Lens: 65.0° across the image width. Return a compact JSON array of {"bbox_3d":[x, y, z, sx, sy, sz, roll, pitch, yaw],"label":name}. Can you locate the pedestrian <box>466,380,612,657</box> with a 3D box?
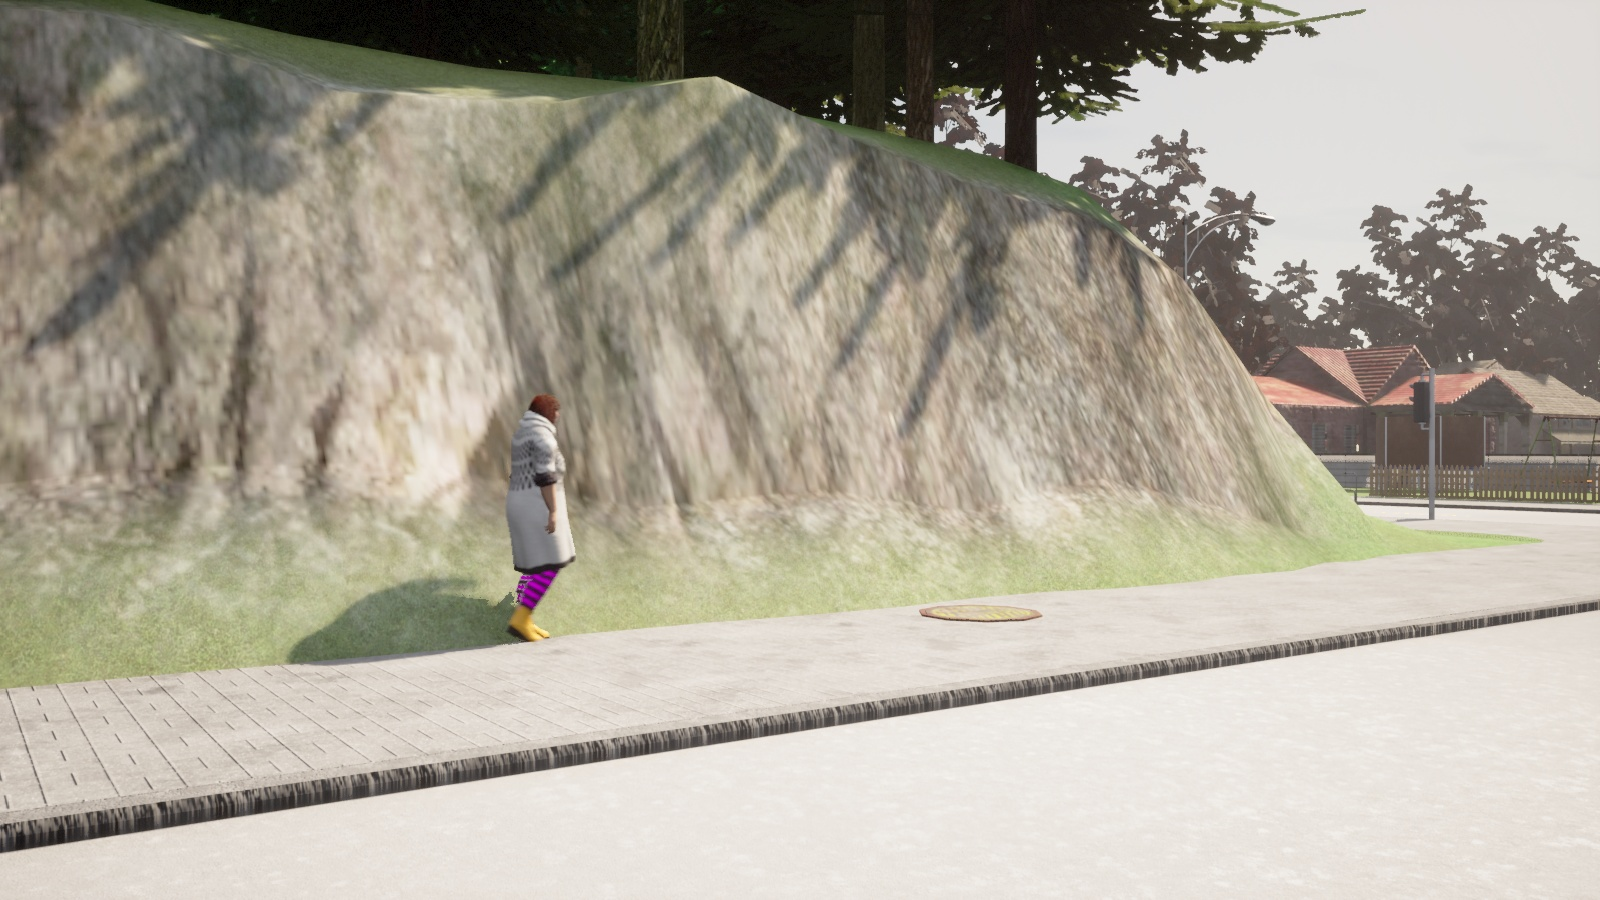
[{"bbox_3d":[-1.944,0.482,9.341,0.873,1.952,0.659,0,0,-35],"label":"pedestrian"}]
